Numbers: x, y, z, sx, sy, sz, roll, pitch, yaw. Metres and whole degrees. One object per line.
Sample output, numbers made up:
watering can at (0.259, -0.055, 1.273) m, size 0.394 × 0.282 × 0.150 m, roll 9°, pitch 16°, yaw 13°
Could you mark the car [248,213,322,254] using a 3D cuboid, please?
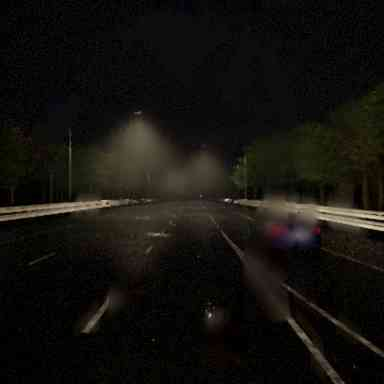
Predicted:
car at (3.743, 1.589, 14.069) m, size 2.163 × 1.488 × 4.792 m, roll 0°, pitch 0°, yaw -3°
